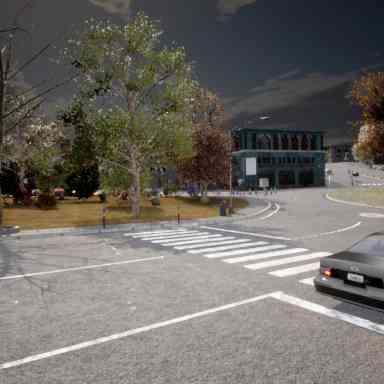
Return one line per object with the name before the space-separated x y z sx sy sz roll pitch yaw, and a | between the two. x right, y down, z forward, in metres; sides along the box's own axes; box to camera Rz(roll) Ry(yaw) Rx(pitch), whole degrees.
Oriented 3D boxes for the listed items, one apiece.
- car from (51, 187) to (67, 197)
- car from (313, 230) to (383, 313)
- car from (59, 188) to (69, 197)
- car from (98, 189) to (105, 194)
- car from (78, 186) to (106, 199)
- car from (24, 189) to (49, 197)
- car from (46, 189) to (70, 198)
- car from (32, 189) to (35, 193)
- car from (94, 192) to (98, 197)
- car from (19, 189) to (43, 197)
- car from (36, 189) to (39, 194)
car | -26.155 0.062 69.107 2.435 2.045 5.566 0 2 18
car | 4.895 1.521 7.194 5.357 1.411 2.033 0 0 -35
car | -23.796 0.352 67.297 2.163 1.488 4.792 -1 2 17
car | -14.324 0.125 60.106 2.185 1.767 4.553 -2 1 17
car | -19.069 0.054 63.734 2.435 2.045 5.566 -2 2 17
car | -35.534 0.195 76.337 1.946 1.575 5.366 0 3 19
car | -28.497 0.294 70.970 2.231 1.521 4.892 -1 2 18
car | -33.171 0.103 74.628 2.185 1.767 4.553 0 2 18
car | -16.734 0.287 61.737 1.946 1.575 5.366 -1 2 17
car | -37.783 0.151 78.382 2.097 1.535 5.008 0 3 19
car | -30.823 0.263 72.817 2.097 1.535 5.008 0 2 18
